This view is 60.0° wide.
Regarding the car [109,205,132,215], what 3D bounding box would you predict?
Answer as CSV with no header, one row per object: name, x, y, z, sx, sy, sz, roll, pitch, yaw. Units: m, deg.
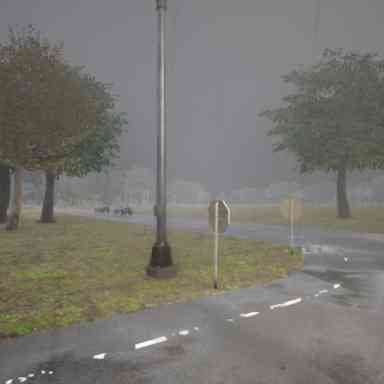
car,-11.089,2.916,52.954,1.837,1.490,4.892,2,-2,-33

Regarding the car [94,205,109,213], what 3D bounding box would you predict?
car,-16.622,3.087,61.235,1.837,1.490,4.892,2,-2,-34
